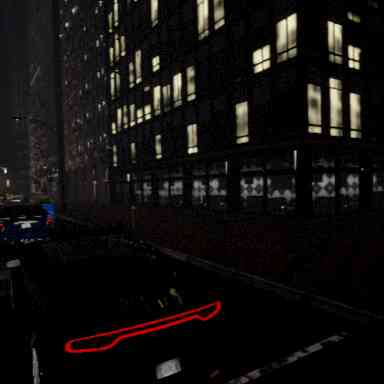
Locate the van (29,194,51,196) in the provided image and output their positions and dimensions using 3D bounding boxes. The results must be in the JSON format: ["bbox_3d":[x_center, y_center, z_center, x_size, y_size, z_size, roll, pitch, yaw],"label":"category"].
[{"bbox_3d":[-9.971,1.043,21.476,1.690,1.788,3.998,-2,1,-33],"label":"van"}]

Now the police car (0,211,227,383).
[{"bbox_3d":[-1.608,1.328,5.106,1.930,1.638,5.238,-2,2,-33],"label":"police car"}]

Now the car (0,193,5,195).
[{"bbox_3d":[-31.532,0.875,55.128,1.752,1.417,4.829,-2,2,-33],"label":"car"}]

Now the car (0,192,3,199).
[{"bbox_3d":[-40.642,0.765,69.345,1.802,1.307,4.206,-2,2,-33],"label":"car"}]

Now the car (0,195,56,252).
[{"bbox_3d":[-6.930,1.180,13.405,2.097,1.767,4.553,-2,2,-33],"label":"car"}]

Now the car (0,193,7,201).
[{"bbox_3d":[-34.507,0.862,59.773,1.947,1.339,4.313,-2,2,-33],"label":"car"}]
